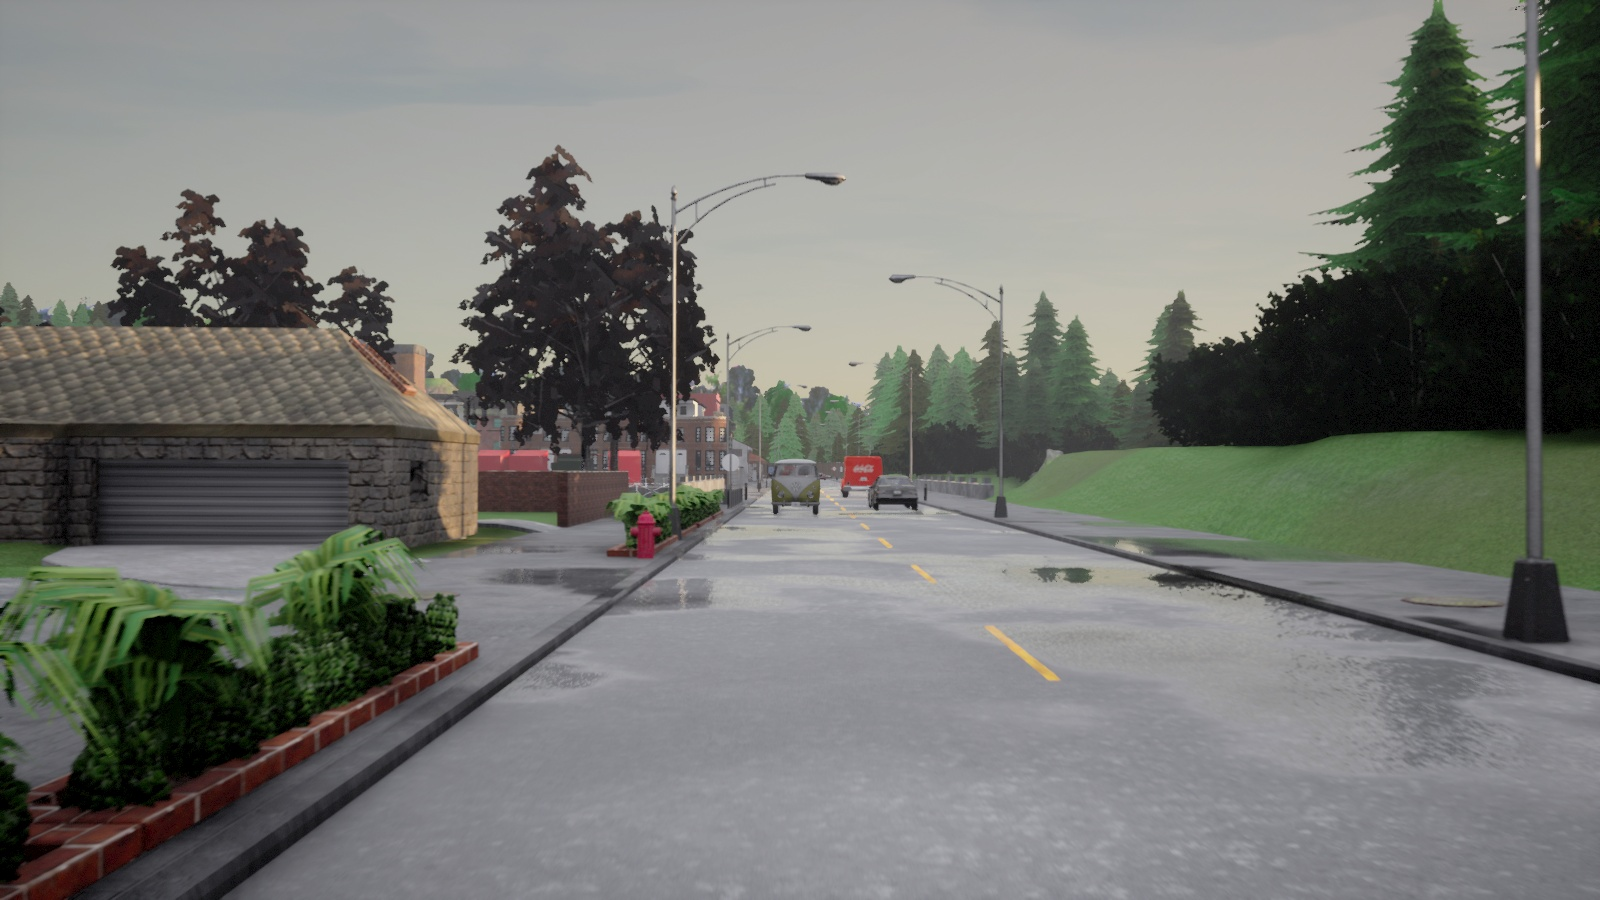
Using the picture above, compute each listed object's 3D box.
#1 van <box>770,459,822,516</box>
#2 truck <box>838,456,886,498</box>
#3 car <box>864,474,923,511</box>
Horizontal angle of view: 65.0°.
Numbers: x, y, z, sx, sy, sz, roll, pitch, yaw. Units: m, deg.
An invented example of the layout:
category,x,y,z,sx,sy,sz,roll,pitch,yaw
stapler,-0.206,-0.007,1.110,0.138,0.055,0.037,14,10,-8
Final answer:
category,x,y,z,sx,sy,sz,roll,pitch,yaw
van,-0.145,1.337,45.964,1.775,1.987,4.442,0,-1,0
truck,3.752,1.601,76.682,2.627,2.467,5.204,0,-1,0
car,3.835,1.720,52.159,2.033,1.411,5.357,0,-1,0
